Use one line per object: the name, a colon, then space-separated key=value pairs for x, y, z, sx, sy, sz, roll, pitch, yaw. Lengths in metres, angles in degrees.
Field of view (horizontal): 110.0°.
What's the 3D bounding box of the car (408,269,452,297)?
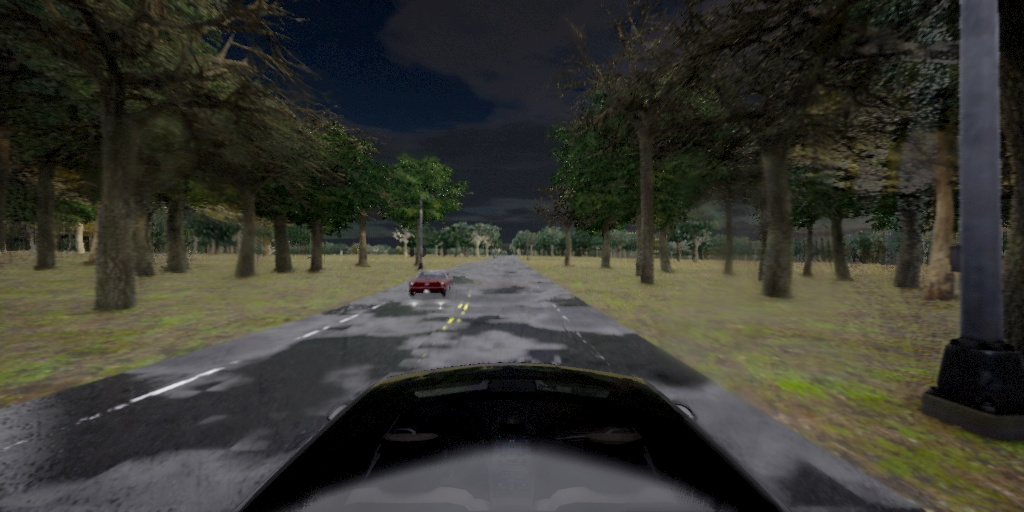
car: x=-4.319 y=1.417 z=19.490 sx=1.895 sy=1.301 sz=4.718 roll=0 pitch=0 yaw=-6
